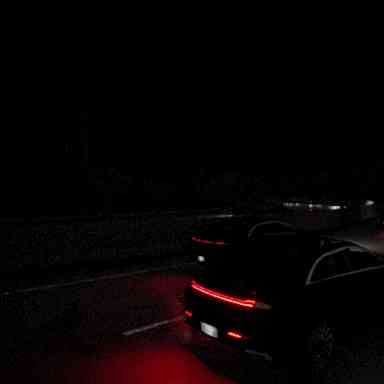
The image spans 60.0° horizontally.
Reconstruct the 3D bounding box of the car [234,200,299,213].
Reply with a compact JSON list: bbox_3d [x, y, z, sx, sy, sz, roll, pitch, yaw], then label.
[{"bbox_3d":[5.320,1.563,23.321,1.882,1.535,5.008,0,0,42],"label":"car"}]

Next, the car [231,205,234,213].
[{"bbox_3d":[5.839,1.598,34.897,1.882,1.535,5.008,0,0,36],"label":"car"}]

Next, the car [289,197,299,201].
[{"bbox_3d":[21.926,1.801,71.945,1.812,1.442,4.674,0,0,10],"label":"car"}]

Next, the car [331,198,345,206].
[{"bbox_3d":[25.924,1.749,59.169,2.128,1.511,4.902,0,0,18],"label":"car"}]

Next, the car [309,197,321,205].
[{"bbox_3d":[24.164,1.771,65.460,1.837,1.490,4.892,0,0,16],"label":"car"}]

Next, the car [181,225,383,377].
[{"bbox_3d":[2.097,1.513,5.653,4.902,1.511,2.128,1,0,-39],"label":"car"}]

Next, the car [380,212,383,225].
[{"bbox_3d":[14.257,1.620,22.710,1.837,1.490,4.892,0,0,40],"label":"car"}]

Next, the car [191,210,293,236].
[{"bbox_3d":[2.078,1.526,10.200,4.902,1.511,2.128,0,0,-41],"label":"car"}]
